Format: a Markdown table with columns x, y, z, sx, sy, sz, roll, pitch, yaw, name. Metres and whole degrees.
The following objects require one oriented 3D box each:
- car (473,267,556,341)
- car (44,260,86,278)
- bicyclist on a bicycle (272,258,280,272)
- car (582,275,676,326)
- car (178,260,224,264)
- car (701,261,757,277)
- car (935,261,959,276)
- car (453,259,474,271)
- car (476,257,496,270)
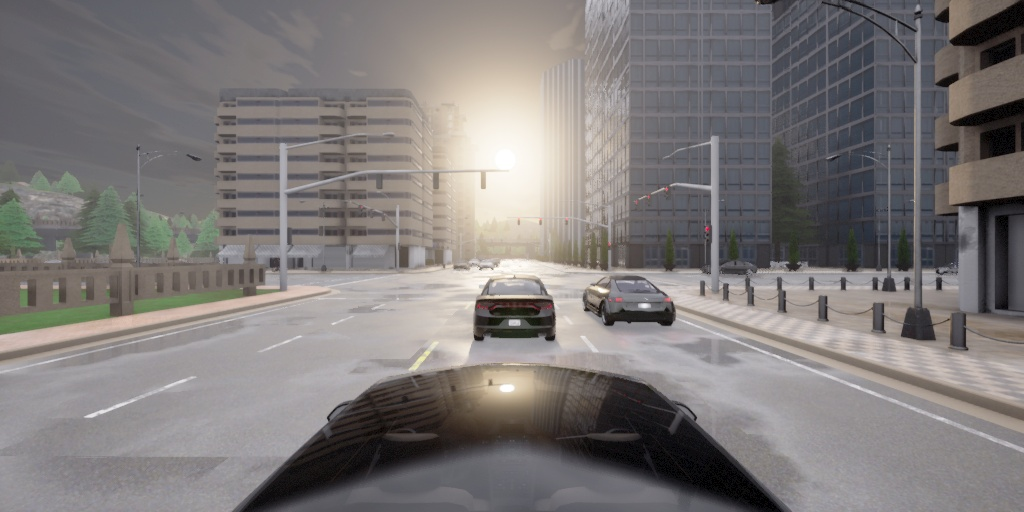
| x | y | z | sx | sy | sz | roll | pitch | yaw | name |
| --- | --- | --- | --- | --- | --- | --- | --- | --- | --- |
| 0.068 | 1.227 | 9.885 | 1.882 | 1.535 | 5.008 | 0 | 0 | 0 | car |
| -39.581 | 1.219 | 31.594 | 4.674 | 1.442 | 1.812 | 0 | 0 | 26 | car |
| -26.084 | 0.994 | 39.847 | 0.582 | 1.620 | 1.656 | 0 | 0 | 7 | bicyclist on a bicycle |
| 3.577 | 1.314 | 11.663 | 1.994 | 1.385 | 4.181 | 0 | 0 | 0 | car |
| -23.185 | 1.220 | 27.939 | 4.674 | 1.442 | 1.812 | 0 | 0 | 4 | car |
| 20.923 | 1.198 | 34.639 | 4.892 | 1.490 | 1.837 | 0 | 0 | 0 | car |
| 43.842 | 1.185 | 34.492 | 4.902 | 1.511 | 2.128 | 0 | 0 | 1 | car |
| -7.096 | 1.296 | 50.631 | 2.033 | 1.411 | 5.357 | 0 | 0 | 0 | car |
| -3.593 | 1.274 | 50.779 | 1.812 | 1.442 | 4.674 | 0 | 0 | 0 | car |
